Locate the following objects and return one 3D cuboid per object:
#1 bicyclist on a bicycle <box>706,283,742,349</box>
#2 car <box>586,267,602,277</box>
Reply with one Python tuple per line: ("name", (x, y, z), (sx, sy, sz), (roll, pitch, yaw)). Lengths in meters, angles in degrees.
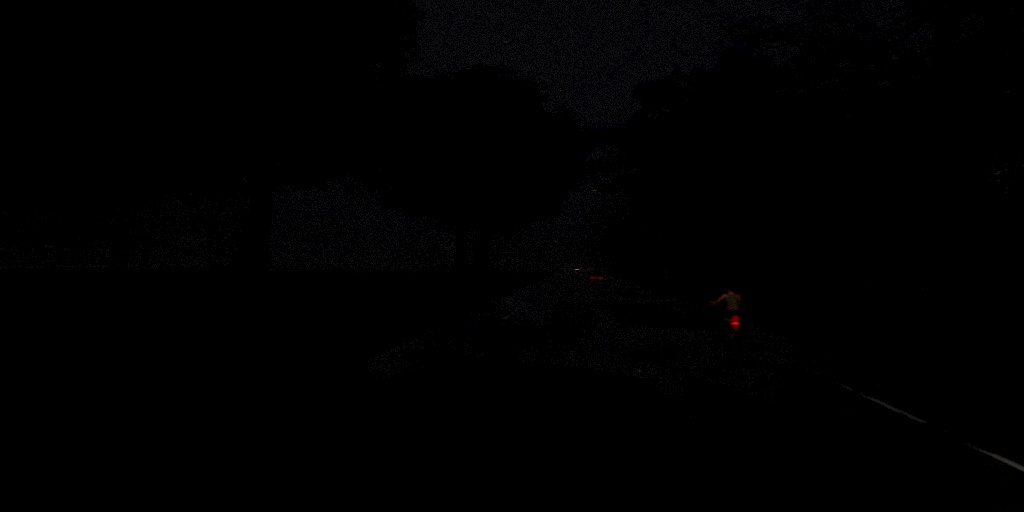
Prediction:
("bicyclist on a bicycle", (5.621, 1.508, 9.371), (0.866, 1.612, 1.509), (2, -1, 10))
("car", (13.497, 2.636, 58.040), (1.895, 1.301, 4.718), (2, -1, 10))
